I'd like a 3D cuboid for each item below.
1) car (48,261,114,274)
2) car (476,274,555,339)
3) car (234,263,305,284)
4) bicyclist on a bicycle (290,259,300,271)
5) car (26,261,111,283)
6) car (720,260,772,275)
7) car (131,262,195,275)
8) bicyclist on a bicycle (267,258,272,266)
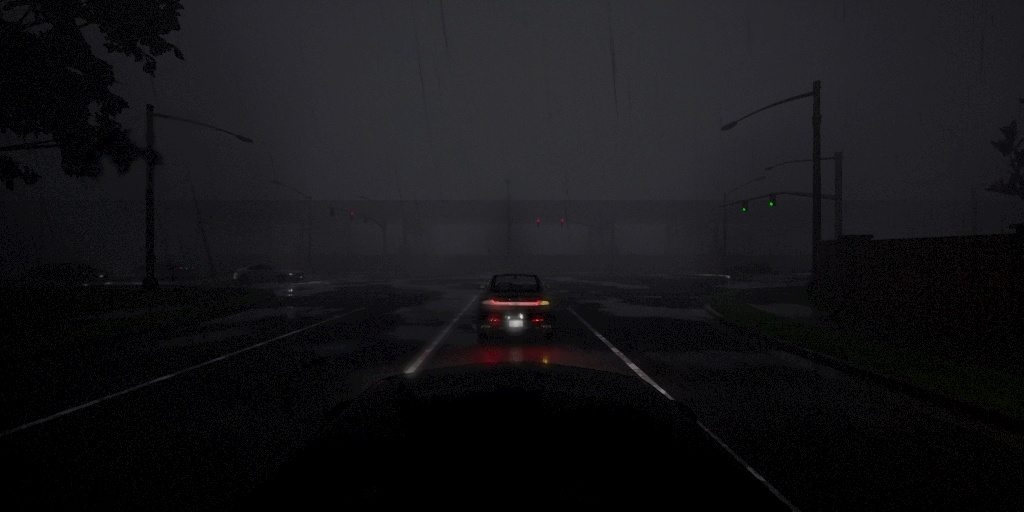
[{"bbox_3d":[-49.669,1.297,41.404,5.357,1.411,2.033,0,0,2],"label":"car"},{"bbox_3d":[0.094,1.242,10.117,2.128,1.511,4.902,0,0,0],"label":"car"},{"bbox_3d":[-17.851,1.276,26.451,4.674,1.442,1.812,0,0,2],"label":"car"},{"bbox_3d":[-27.055,1.203,44.677,0.582,1.620,1.656,0,0,14],"label":"bicyclist on a bicycle"},{"bbox_3d":[-33.167,1.242,26.897,4.902,1.511,2.128,0,0,2],"label":"car"},{"bbox_3d":[23.495,1.140,36.052,4.674,1.442,1.812,-1,0,2],"label":"car"},{"bbox_3d":[-36.533,1.297,37.652,5.357,1.411,2.033,0,0,2],"label":"car"},{"bbox_3d":[-31.608,1.050,46.765,0.582,1.620,1.656,0,0,-33],"label":"bicyclist on a bicycle"}]
